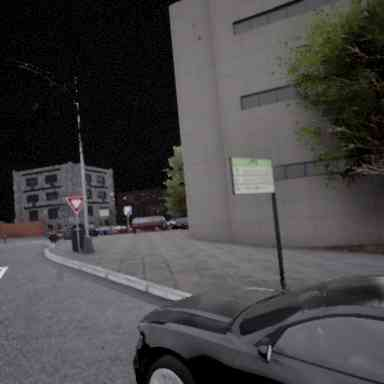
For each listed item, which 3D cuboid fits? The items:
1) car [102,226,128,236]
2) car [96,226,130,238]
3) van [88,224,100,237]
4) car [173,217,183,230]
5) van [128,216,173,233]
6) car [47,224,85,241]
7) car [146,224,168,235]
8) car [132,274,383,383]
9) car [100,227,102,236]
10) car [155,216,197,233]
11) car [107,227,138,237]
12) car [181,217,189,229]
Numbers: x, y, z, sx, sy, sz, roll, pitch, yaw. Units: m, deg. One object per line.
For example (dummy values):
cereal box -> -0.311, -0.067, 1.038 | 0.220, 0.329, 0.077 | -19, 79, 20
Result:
car -> -10.611, 5.639, 48.332 | 1.812, 1.442, 4.674 | -7, -8, 19
car -> -13.145, 6.676, 55.253 | 5.366, 1.575, 1.946 | -7, -8, 19
van -> -15.982, 5.630, 47.322 | 4.442, 1.987, 1.878 | -7, -7, 19
car -> -4.176, 4.537, 43.423 | 4.792, 1.488, 2.163 | -7, -8, 19
van -> -5.058, 4.039, 40.814 | 4.442, 1.987, 1.878 | -7, -7, 19
car -> -14.420, 4.789, 37.955 | 1.994, 1.385, 4.181 | -7, -6, 21
car -> -6.330, 6.706, 60.065 | 2.097, 1.767, 4.553 | -7, -8, 20
car -> 1.635, 1.483, 2.771 | 5.008, 1.535, 1.882 | 0, 0, 38
car -> -13.944, 6.240, 52.469 | 4.553, 1.767, 2.185 | -7, -8, 19
car -> -2.357, 4.796, 48.687 | 5.566, 2.045, 2.435 | -7, -8, 19
car -> -11.992, 6.963, 57.788 | 4.792, 1.488, 2.163 | -7, -8, 19
car -> -3.244, 4.773, 46.087 | 5.008, 1.535, 2.097 | -7, -8, 19
